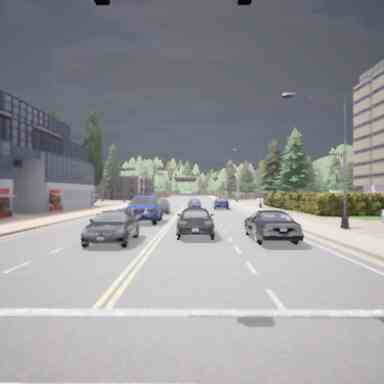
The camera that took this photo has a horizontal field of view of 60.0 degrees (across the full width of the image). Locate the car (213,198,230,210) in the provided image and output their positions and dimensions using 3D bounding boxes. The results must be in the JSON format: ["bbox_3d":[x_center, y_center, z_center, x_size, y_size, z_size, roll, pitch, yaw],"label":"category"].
[{"bbox_3d":[3.839,1.506,43.807,1.882,1.535,5.008,0,0,1],"label":"car"}]

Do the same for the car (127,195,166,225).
[{"bbox_3d":[-3.422,1.238,24.474,2.150,2.045,5.566,0,0,1],"label":"car"}]

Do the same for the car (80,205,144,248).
[{"bbox_3d":[-3.517,1.536,15.045,1.812,1.442,4.674,0,0,0],"label":"car"}]

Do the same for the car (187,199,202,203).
[{"bbox_3d":[0.335,1.576,43.418,2.033,1.411,5.357,0,0,1],"label":"car"}]

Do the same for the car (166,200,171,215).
[{"bbox_3d":[-3.255,1.528,34.834,1.837,1.490,4.892,0,0,1],"label":"car"}]

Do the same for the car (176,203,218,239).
[{"bbox_3d":[0.183,1.537,17.217,1.812,1.442,4.674,0,0,0],"label":"car"}]

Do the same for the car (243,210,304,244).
[{"bbox_3d":[3.667,1.558,15.741,2.033,1.411,5.357,0,0,1],"label":"car"}]
